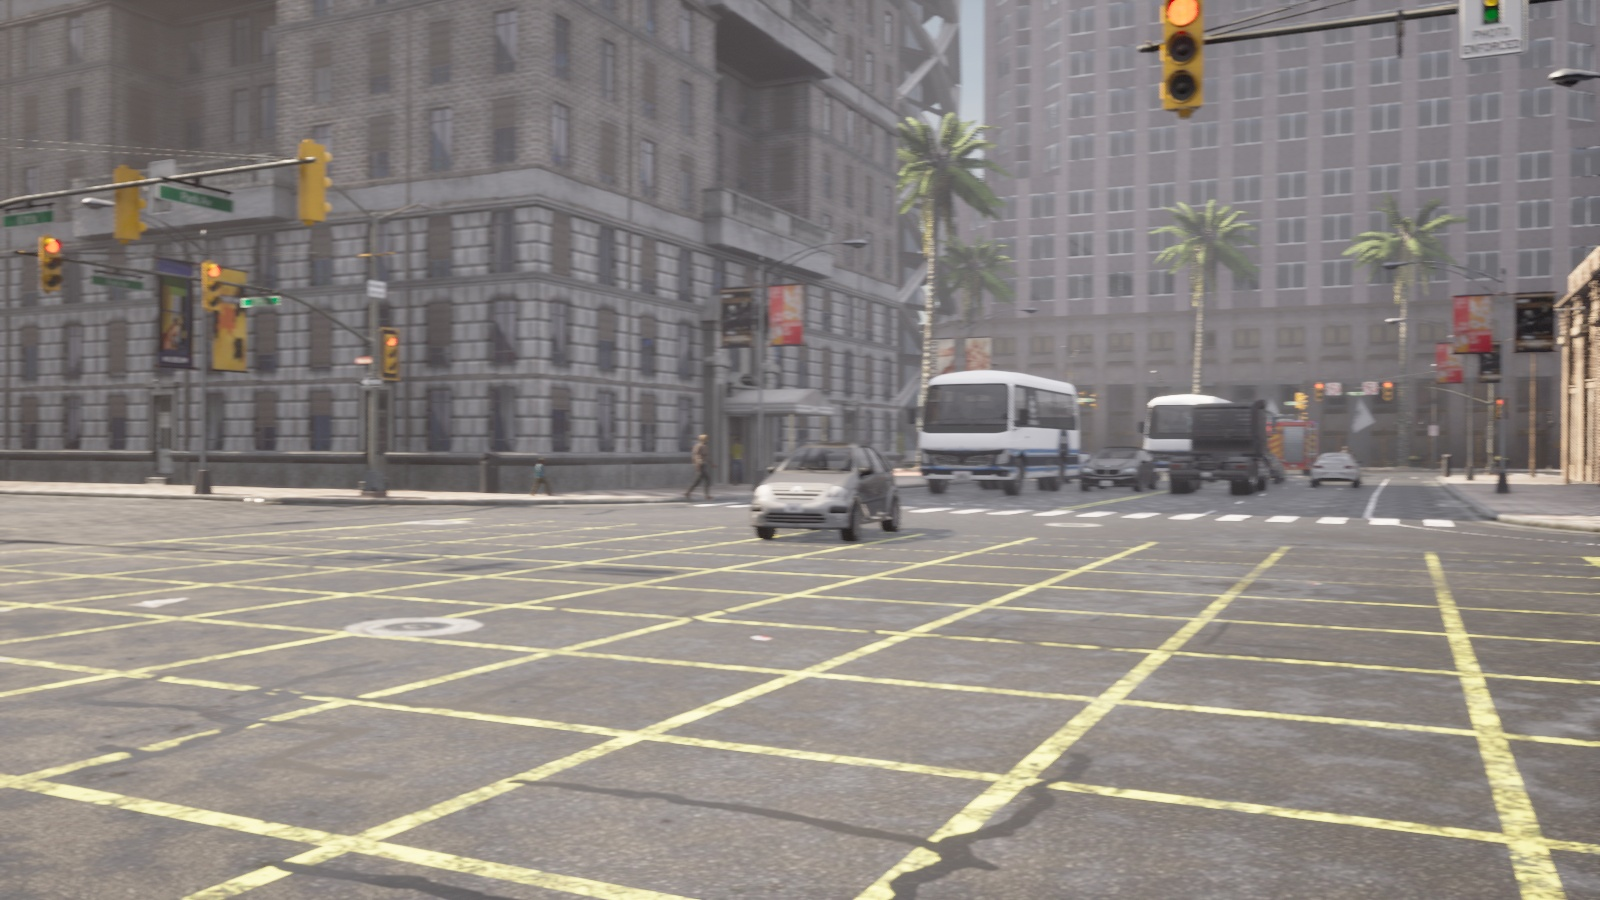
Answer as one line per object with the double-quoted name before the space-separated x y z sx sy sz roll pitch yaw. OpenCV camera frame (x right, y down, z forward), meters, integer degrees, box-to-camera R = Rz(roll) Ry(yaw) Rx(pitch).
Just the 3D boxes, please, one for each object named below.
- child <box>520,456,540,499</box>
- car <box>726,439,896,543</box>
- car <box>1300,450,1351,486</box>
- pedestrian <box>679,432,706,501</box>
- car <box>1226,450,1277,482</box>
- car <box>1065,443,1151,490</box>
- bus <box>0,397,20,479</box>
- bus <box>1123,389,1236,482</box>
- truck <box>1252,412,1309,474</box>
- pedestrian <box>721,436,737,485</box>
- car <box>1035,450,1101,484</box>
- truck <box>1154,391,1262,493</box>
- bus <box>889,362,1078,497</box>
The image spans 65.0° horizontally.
"child" -7.557 0.770 35.171 0.448 1.192 0.343 0 0 5
"car" 0.305 0.634 21.754 1.851 1.617 3.988 0 0 18
"car" 22.567 0.743 53.832 1.812 1.442 4.674 0 0 26
"pedestrian" -2.910 0.437 33.933 0.634 1.846 0.331 0 0 25
"car" 21.565 0.741 59.858 1.812 1.442 4.674 0 0 26
"car" 11.606 0.567 47.088 2.242 1.667 4.611 0 0 25
"bus" -45.089 -0.640 62.405 3.944 4.253 10.273 0 0 26
"bus" 19.312 -0.662 63.264 3.944 4.253 10.273 0 0 26
"truck" 31.233 -0.460 81.873 2.891 3.827 8.468 0 0 17
"pedestrian" -2.678 0.384 47.283 0.354 1.836 0.706 0 0 19
"car" 12.029 0.745 56.130 1.812 1.442 4.674 0 0 26
"truck" 15.324 -0.260 46.767 2.891 3.462 7.936 0 0 25
"bus" 6.904 -0.651 45.283 3.944 4.253 10.273 0 0 25
